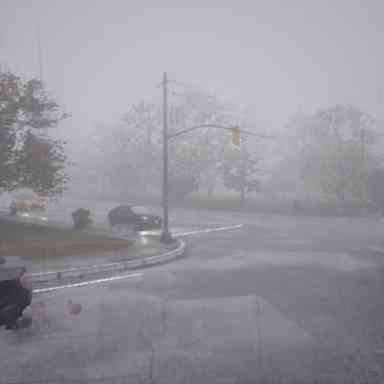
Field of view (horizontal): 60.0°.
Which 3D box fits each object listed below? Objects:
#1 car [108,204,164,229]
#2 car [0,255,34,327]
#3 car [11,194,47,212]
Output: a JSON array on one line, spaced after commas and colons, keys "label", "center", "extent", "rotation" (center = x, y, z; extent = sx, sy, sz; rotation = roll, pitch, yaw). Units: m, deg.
[{"label": "car", "center": [-3.910, 1.586, 22.567], "extent": [4.674, 1.442, 1.812], "rotation": [1, 1, 43]}, {"label": "car", "center": [-4.950, 1.544, 4.702], "extent": [4.892, 1.490, 1.837], "rotation": [1, 0, -35]}, {"label": "car", "center": [-16.769, 1.038, 34.121], "extent": [4.553, 1.767, 2.097], "rotation": [3, 2, 42]}]
